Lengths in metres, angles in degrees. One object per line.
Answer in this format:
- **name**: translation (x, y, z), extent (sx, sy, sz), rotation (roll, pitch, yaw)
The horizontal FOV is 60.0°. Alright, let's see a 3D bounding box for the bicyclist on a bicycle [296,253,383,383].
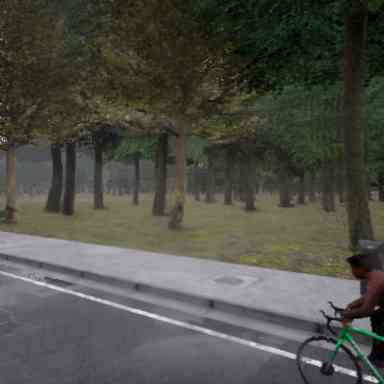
- **bicyclist on a bicycle**: translation (1.862, 1.458, 3.335), extent (1.656, 1.620, 0.582), rotation (0, 0, 36)
